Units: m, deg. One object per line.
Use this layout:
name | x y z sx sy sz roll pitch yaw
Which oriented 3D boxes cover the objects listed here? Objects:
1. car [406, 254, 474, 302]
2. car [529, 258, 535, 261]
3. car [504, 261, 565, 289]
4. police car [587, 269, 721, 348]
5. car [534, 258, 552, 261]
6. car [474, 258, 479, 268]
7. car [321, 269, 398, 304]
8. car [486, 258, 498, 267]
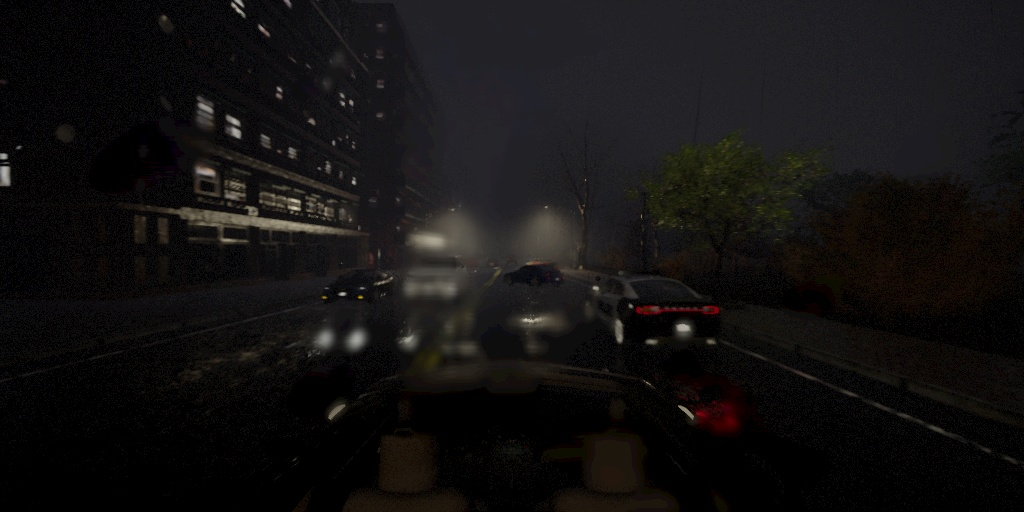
car | -3.344 0.935 17.220 2.150 2.045 5.566 0 0 0
car | 3.256 1.008 42.217 2.097 1.767 4.553 0 0 0
car | 1.358 1.227 22.848 1.812 1.442 4.674 0 0 -36
police car | 3.253 1.158 9.356 1.930 1.638 5.238 0 0 0
car | 3.255 1.138 31.436 1.801 1.575 5.366 0 0 0
car | -6.521 1.094 58.866 1.882 1.535 5.008 0 0 1
car | -6.590 1.281 15.918 1.994 1.385 4.181 0 0 0
car | -3.267 1.136 60.309 1.812 1.442 4.674 0 0 1
